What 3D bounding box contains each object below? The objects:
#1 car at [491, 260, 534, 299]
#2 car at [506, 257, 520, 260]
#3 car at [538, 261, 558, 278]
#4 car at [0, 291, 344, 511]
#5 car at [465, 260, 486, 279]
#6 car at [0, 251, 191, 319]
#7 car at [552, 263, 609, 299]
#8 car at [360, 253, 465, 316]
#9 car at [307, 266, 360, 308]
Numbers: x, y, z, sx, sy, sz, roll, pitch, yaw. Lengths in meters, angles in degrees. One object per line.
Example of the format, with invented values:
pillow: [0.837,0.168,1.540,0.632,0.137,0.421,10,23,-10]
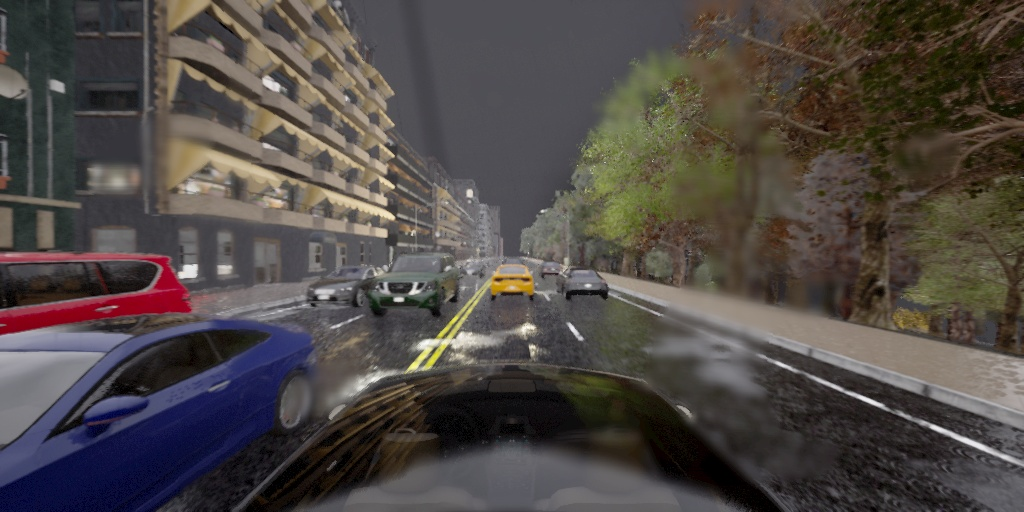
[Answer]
car: [0.027,1.138,17.400,1.882,1.535,5.008,0,1,0]
car: [0.081,0.912,35.293,2.097,1.767,4.553,0,0,0]
car: [3.310,1.130,31.371,2.033,1.411,5.357,0,0,1]
car: [-3.334,1.270,2.757,1.812,1.442,4.674,0,0,0]
car: [-3.273,1.079,30.694,2.128,1.511,4.902,0,0,1]
car: [-6.592,0.959,3.904,2.150,2.045,5.566,0,0,0]
car: [3.275,1.224,17.378,1.994,1.385,4.181,0,0,0]
car: [-3.303,0.904,13.301,2.150,2.045,5.566,0,1,0]
car: [-6.541,1.166,14.962,2.128,1.511,4.902,0,0,1]
